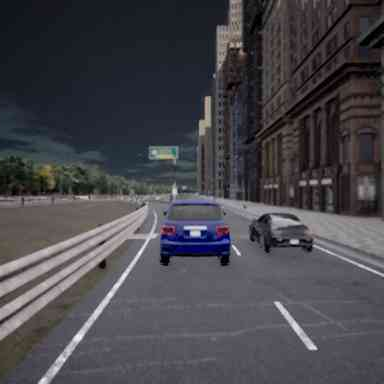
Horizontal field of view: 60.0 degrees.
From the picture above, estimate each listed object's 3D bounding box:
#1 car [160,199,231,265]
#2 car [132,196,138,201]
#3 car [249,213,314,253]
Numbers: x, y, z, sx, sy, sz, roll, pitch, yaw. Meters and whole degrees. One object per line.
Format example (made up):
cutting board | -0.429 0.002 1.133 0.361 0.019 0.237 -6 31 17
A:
car | 0.096 1.272 12.031 2.150 2.045 5.566 0 0 0
car | -16.188 1.701 92.859 2.033 1.411 5.357 0 0 -16
car | 3.594 1.587 13.968 1.812 1.442 4.674 0 0 0
